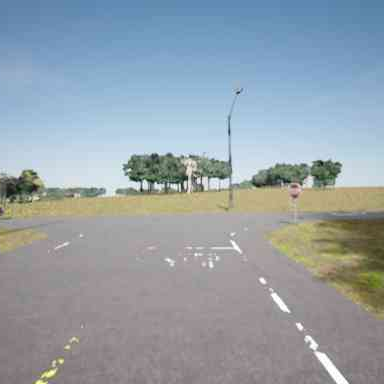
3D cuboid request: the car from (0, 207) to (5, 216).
[{"bbox_3d":[-19.426,1.763,29.702,4.892,1.490,1.837,-1,-2,0],"label":"car"}]
